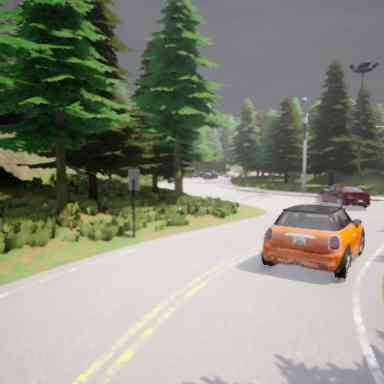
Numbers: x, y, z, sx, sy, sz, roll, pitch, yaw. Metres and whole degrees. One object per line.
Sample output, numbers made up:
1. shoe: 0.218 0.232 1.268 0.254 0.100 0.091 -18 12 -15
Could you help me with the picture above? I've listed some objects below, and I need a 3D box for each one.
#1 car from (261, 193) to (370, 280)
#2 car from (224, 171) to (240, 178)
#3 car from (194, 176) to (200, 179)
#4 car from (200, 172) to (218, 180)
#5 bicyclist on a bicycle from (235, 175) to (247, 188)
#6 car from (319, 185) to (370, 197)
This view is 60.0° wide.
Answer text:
1. car: 3.771 1.133 9.881 2.097 1.767 4.553 3 4 33
2. car: 8.856 -3.867 72.450 1.812 1.442 4.674 5 7 43
3. car: 1.136 -3.398 66.998 1.837 1.490 4.892 2 5 24
4. car: 3.588 -3.041 62.771 1.812 1.442 4.674 2 5 19
5. bicyclist on a bicycle: 5.843 -1.263 39.708 1.656 1.620 0.582 -2 5 -20
6. car: 11.115 0.240 24.642 1.882 1.535 5.008 1 5 -3
